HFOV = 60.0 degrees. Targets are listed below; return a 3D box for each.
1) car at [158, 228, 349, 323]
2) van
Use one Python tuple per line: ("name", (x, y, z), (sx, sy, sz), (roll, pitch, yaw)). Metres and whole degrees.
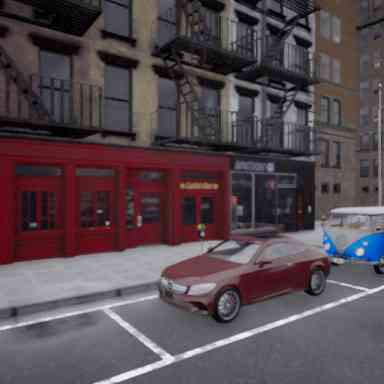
("car", (1.298, 1.584, 7.119), (4.206, 1.307, 1.802), (0, 0, -35))
("van", (5.700, 1.346, 10.257), (3.998, 1.788, 1.690), (0, 0, -35))
